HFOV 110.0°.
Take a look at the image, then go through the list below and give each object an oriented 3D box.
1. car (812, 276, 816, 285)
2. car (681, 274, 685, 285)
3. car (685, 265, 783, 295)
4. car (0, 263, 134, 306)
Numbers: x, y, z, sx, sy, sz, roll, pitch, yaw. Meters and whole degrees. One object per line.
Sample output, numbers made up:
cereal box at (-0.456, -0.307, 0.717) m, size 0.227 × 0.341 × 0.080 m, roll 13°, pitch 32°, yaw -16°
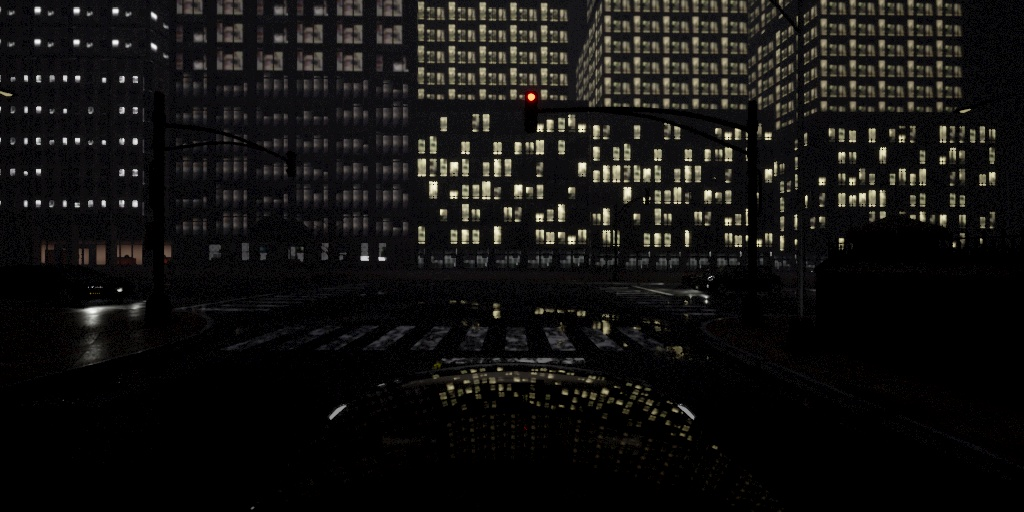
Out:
car at (23.460, 1.666, 24.451) m, size 4.718 × 1.301 × 1.895 m, roll 1°, pitch 0°, yaw -1°
car at (14.134, 1.429, 24.300) m, size 5.008 × 1.535 × 1.882 m, roll 1°, pitch 0°, yaw -2°
car at (13.084, 1.283, 21.036) m, size 4.553 × 1.767 × 2.097 m, roll 1°, pitch 0°, yaw -1°
car at (-17.613, 1.043, 13.844) m, size 4.892 × 1.490 × 1.837 m, roll 1°, pitch 0°, yaw -1°
